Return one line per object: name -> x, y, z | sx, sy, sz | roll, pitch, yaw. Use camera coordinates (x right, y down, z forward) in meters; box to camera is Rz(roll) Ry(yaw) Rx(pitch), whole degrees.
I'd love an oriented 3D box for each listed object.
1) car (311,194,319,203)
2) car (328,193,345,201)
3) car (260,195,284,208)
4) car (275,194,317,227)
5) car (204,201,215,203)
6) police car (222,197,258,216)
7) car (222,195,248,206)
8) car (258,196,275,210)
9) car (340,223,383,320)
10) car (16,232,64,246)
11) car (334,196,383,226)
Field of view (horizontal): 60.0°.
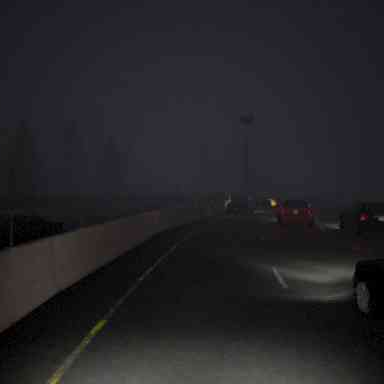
car -> 20.351, 1.105, 57.856 | 2.097, 1.767, 4.553 | 0, 0, 40
car -> 29.939, 0.937, 68.344 | 4.553, 1.767, 2.097 | 0, 0, -41
car -> 10.872, 1.273, 45.151 | 1.882, 1.535, 5.008 | 0, 0, 29
car -> 6.823, 1.254, 22.265 | 2.097, 1.767, 4.553 | 0, 0, 14
car -> 3.277, 0.972, 50.812 | 2.150, 2.045, 5.566 | 0, 0, 30
police car -> 4.620, 1.276, 31.286 | 1.930, 1.638, 5.238 | 0, 0, 20
car -> 6.504, 1.253, 49.404 | 2.128, 1.511, 4.902 | 0, 0, 30
car -> 8.255, 1.293, 40.032 | 1.882, 1.535, 5.008 | 0, 0, 25
car -> 3.876, 1.465, 4.237 | 1.882, 1.535, 5.008 | 0, 0, 3
car -> -6.259, 1.475, 11.107 | 2.033, 1.411, 5.357 | 0, 0, 7
car -> 9.282, 1.284, 17.577 | 2.097, 1.767, 4.553 | 0, 0, 12
